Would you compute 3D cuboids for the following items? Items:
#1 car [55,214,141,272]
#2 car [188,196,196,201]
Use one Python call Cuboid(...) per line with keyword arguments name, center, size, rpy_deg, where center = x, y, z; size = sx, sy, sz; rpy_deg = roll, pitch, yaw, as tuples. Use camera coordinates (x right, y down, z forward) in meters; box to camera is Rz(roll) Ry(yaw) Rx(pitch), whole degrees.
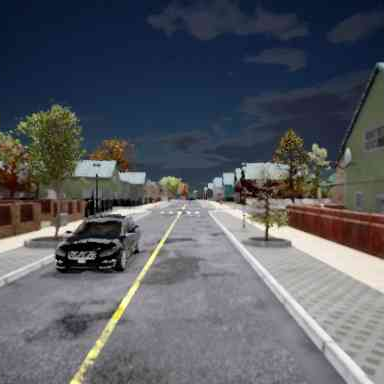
Cuboid(name="car", center=(-2.846, 1.543, 11.010), size=(1.837, 1.490, 4.892), rpy_deg=(0, 0, 0))
Cuboid(name="car", center=(0.019, 1.877, 84.071), size=(1.837, 1.490, 4.892), rpy_deg=(0, -1, 0))
